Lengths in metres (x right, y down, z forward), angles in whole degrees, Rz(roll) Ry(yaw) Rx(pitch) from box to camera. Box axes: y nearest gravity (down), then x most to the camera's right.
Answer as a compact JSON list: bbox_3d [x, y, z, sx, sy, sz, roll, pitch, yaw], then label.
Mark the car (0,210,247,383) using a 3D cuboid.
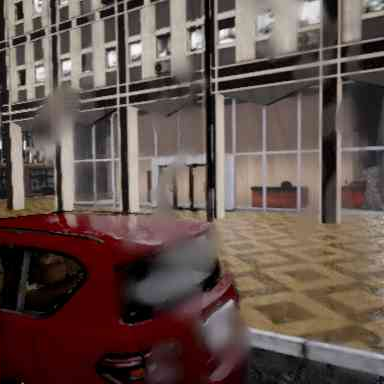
[{"bbox_3d":[-1.890,1.166,3.693,5.009,1.841,2.192,0,4,28],"label":"car"}]
